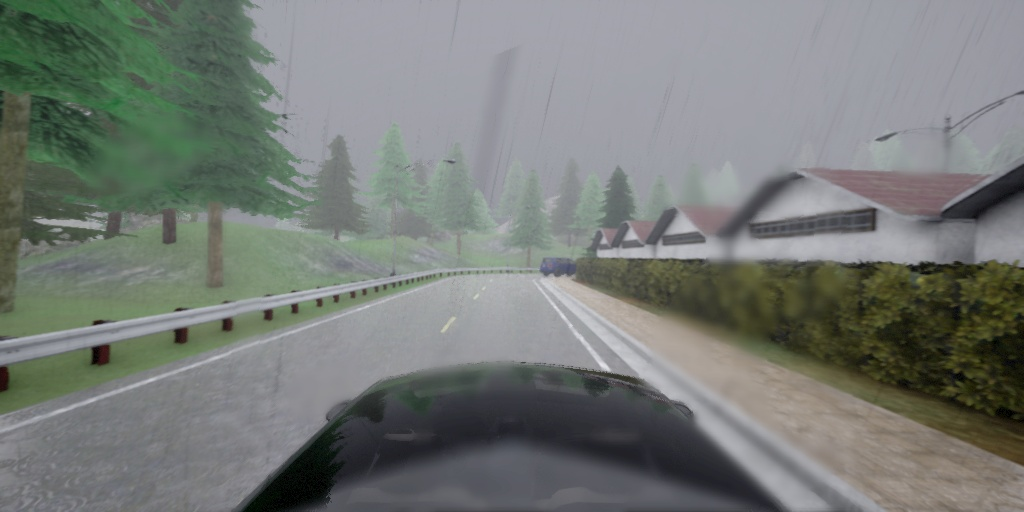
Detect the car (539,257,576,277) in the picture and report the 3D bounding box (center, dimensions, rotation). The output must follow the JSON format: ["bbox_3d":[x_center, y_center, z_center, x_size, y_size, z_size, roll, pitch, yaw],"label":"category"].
[{"bbox_3d":[5.562,1.199,38.577,5.566,2.045,2.150,2,0,-32],"label":"car"}]
